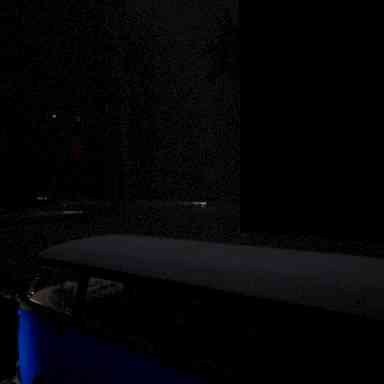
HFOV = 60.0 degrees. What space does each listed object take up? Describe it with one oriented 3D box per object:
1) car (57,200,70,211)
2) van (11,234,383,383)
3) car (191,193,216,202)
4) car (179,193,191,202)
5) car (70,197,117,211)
[{"bbox_3d":[-13.574,1.336,39.641,1.882,1.535,5.008,-1,1,35],"label":"car"},{"bbox_3d":[0.057,1.356,2.920,3.998,1.788,1.690,-1,0,35],"label":"van"},{"bbox_3d":[2.321,0.976,56.440,1.812,1.442,4.674,-1,0,35],"label":"car"},{"bbox_3d":[-0.296,0.969,58.369,2.128,1.511,4.902,-1,0,35],"label":"car"},{"bbox_3d":[-10.938,1.434,37.741,1.895,1.301,4.718,-1,1,35],"label":"car"}]
